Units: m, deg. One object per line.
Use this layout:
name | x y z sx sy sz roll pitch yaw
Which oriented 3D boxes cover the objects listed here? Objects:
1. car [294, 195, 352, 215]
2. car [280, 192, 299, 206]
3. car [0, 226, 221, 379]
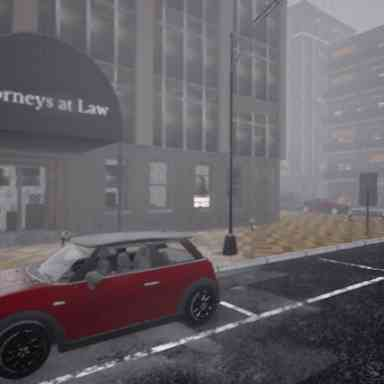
car | 11.589 1.211 29.039 1.887 1.381 4.507 2 0 -36
car | 11.732 0.870 43.123 2.192 1.841 5.009 2 0 -36
car | -1.548 1.437 5.445 4.097 1.590 1.967 0 1 -36
